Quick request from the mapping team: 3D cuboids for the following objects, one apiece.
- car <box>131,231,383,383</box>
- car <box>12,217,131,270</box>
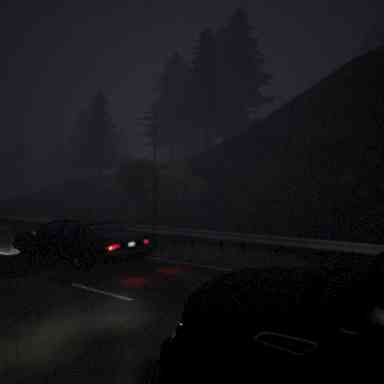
[{"bbox_3d":[2.358,1.221,2.306,5.566,2.045,2.150,0,0,36],"label":"car"},{"bbox_3d":[-3.767,1.541,10.977,5.357,1.411,2.033,0,0,36],"label":"car"}]
